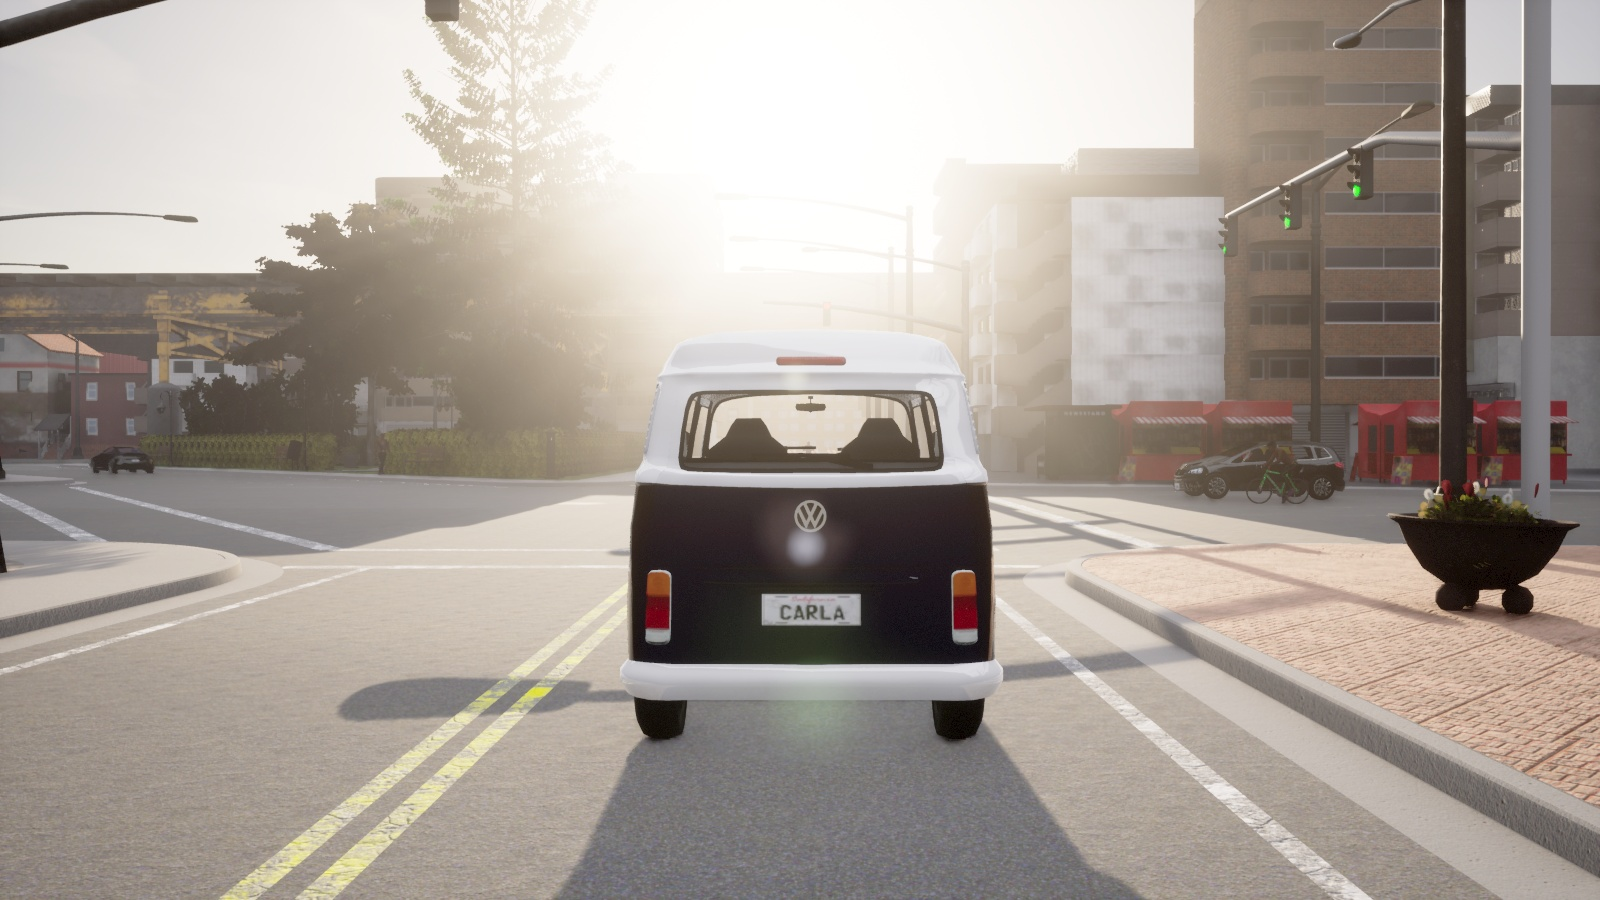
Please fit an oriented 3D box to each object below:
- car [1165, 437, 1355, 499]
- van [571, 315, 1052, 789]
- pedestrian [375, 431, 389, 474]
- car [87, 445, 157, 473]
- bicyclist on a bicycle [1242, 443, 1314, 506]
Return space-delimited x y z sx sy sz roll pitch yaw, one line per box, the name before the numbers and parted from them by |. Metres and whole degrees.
car | 13.121 0.503 36.080 4.611 1.667 2.242 1 0 0
van | 0.066 0.427 7.651 2.069 2.038 4.480 0 0 0
pedestrian | -17.573 0.099 52.794 0.328 1.805 0.869 0 0 -34
car | -34.078 0.427 63.076 4.181 1.385 1.994 0 0 45
bicyclist on a bicycle | 12.392 0.626 32.583 1.656 1.620 0.582 0 0 0
